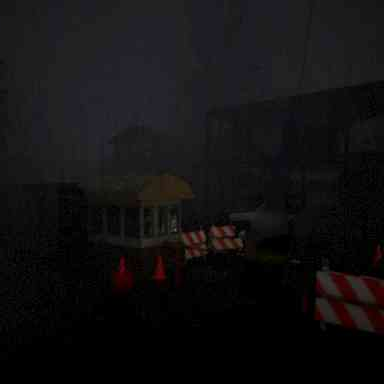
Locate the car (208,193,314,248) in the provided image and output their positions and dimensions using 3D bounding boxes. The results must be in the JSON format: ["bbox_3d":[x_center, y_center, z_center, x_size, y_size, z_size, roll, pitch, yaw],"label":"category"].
[{"bbox_3d":[2.700,0.978,12.681,3.866,1.878,1.905,0,0,-18],"label":"car"}]
